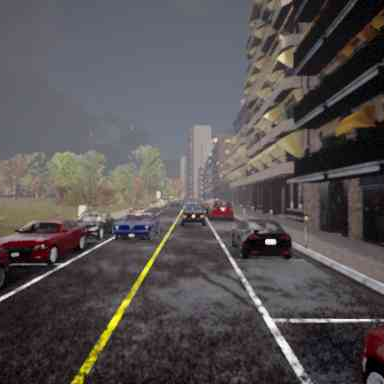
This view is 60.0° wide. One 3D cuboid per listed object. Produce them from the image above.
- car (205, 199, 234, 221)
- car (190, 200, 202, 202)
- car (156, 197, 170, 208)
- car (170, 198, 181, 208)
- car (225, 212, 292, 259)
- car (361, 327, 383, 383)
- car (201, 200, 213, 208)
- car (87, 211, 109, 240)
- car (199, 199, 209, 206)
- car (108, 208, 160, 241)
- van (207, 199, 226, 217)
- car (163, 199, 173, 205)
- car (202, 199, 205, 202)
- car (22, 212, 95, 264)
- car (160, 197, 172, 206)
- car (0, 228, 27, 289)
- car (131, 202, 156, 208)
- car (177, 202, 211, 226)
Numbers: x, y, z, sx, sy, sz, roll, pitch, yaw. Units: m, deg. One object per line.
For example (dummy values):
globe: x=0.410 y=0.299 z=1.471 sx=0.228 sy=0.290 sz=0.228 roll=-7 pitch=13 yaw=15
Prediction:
car: x=2.571 y=1.590 z=29.935 sx=2.192 sy=1.841 sz=5.009 roll=1 pitch=-1 yaw=0
car: x=0.084 y=1.915 z=42.180 sx=1.812 sy=1.442 sz=4.674 roll=0 pitch=-1 yaw=0
car: x=-5.317 y=2.058 z=57.323 sx=1.752 sy=1.417 sz=4.829 roll=1 pitch=-1 yaw=0
car: x=-2.810 y=2.120 z=59.706 sx=1.994 sy=1.385 sz=4.181 roll=0 pitch=-1 yaw=1
car: x=2.571 y=1.685 z=12.951 sx=1.947 sy=1.339 sz=4.313 roll=1 pitch=-1 yaw=0
car: x=2.573 y=1.561 z=1.630 sx=1.887 sy=1.381 sz=4.507 roll=1 pitch=-1 yaw=0
car: x=2.563 y=2.108 z=58.236 sx=1.947 sy=1.339 sz=4.313 roll=1 pitch=-1 yaw=0
car: x=-5.310 y=1.715 z=17.917 sx=2.008 sy=1.369 sz=4.403 roll=1 pitch=-1 yaw=0
car: x=2.561 y=2.218 z=69.557 sx=1.947 sy=1.339 sz=4.313 roll=1 pitch=-1 yaw=0
car: x=-2.853 y=1.765 z=17.930 sx=1.895 sy=1.301 sz=4.718 roll=0 pitch=-1 yaw=0
van: x=2.569 y=1.669 z=35.596 sx=1.690 sy=1.788 sz=3.998 roll=1 pitch=-1 yaw=0
car: x=-5.320 y=2.282 z=74.454 sx=1.802 sy=1.307 sz=4.206 roll=1 pitch=-1 yaw=0
car: x=2.566 y=1.946 z=41.254 sx=1.947 sy=1.339 sz=4.313 roll=1 pitch=-1 yaw=0
car: x=-5.309 y=1.657 z=12.263 sx=1.887 sy=1.381 sz=4.507 roll=1 pitch=-1 yaw=0
car: x=-5.316 y=1.960 z=68.802 sx=2.192 sy=1.841 sz=5.009 roll=1 pitch=-1 yaw=0
car: x=-5.308 y=1.643 z=6.609 sx=1.802 sy=1.307 sz=4.206 roll=1 pitch=-1 yaw=0
car: x=-5.312 y=1.761 z=34.879 sx=1.967 sy=1.590 sz=4.097 roll=1 pitch=-1 yaw=0
car: x=0.096 y=1.784 z=25.802 sx=2.033 sy=1.411 sz=5.357 roll=0 pitch=-1 yaw=0
